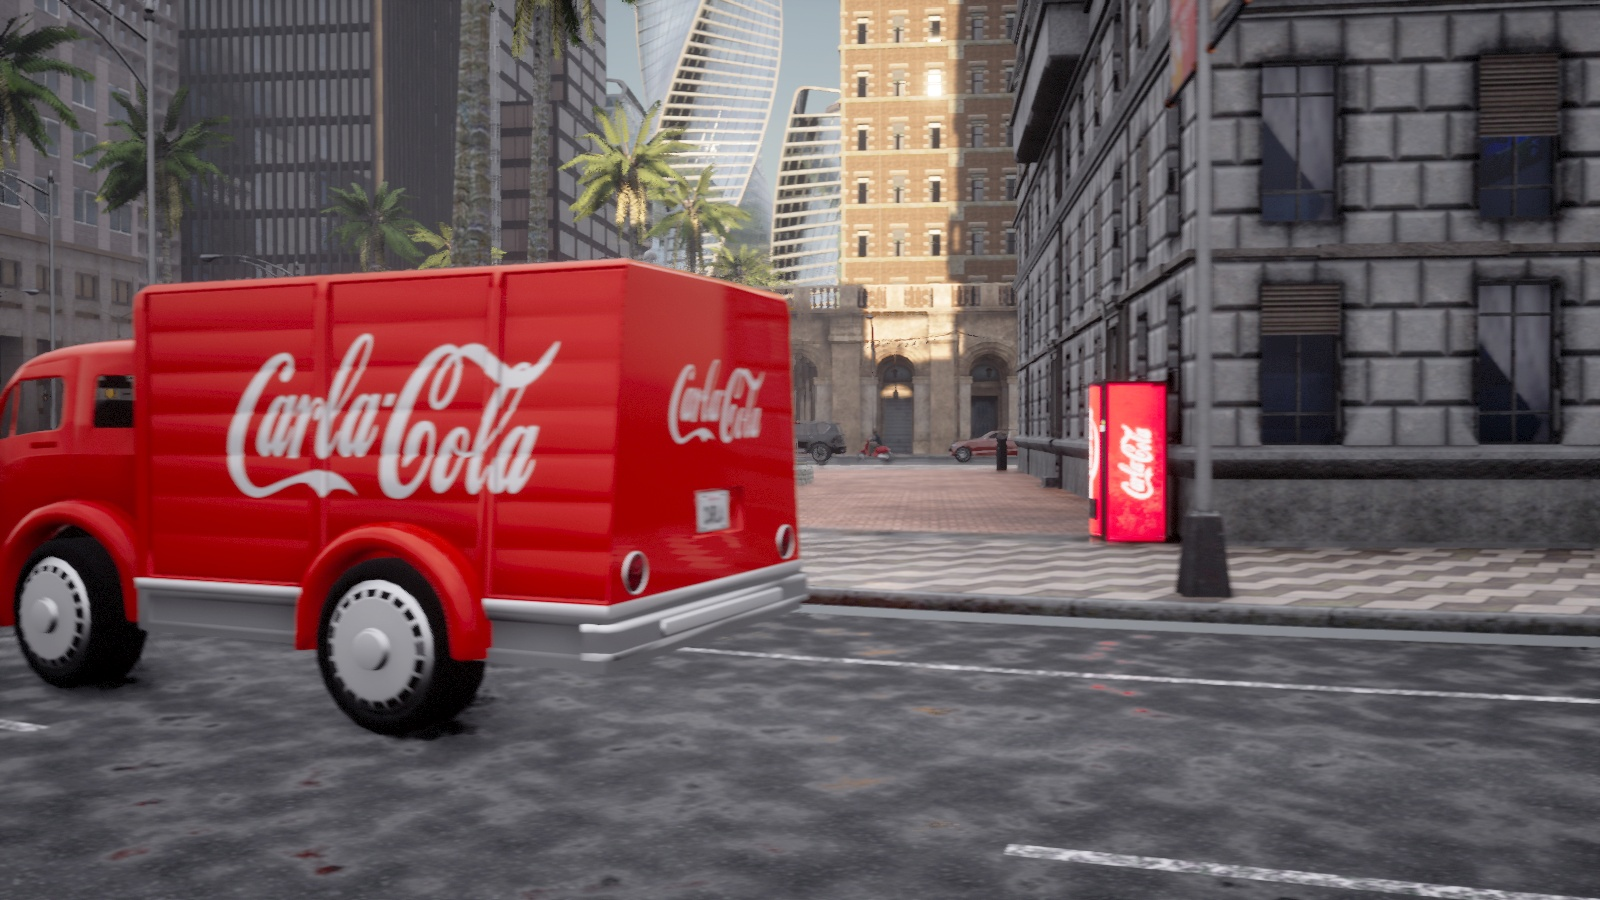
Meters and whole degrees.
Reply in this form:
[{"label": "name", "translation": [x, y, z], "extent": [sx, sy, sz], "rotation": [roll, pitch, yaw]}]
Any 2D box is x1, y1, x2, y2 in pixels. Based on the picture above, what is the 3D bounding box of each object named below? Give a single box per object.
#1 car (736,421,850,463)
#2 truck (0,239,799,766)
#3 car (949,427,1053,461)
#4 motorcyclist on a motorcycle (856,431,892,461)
[{"label": "car", "translation": [-0.333, -0.419, 63.618], "extent": [5.566, 2.045, 2.150], "rotation": [0, 1, 7]}, {"label": "truck", "translation": [-2.922, 0.205, 8.111], "extent": [5.204, 2.467, 2.627], "rotation": [1, 1, 24]}, {"label": "car", "translation": [9.933, -0.301, 62.473], "extent": [5.027, 1.651, 2.152], "rotation": [0, 1, 7]}, {"label": "motorcyclist on a motorcycle", "translation": [3.935, -0.214, 66.698], "extent": [1.817, 1.590, 0.866], "rotation": [0, 1, 6]}]
